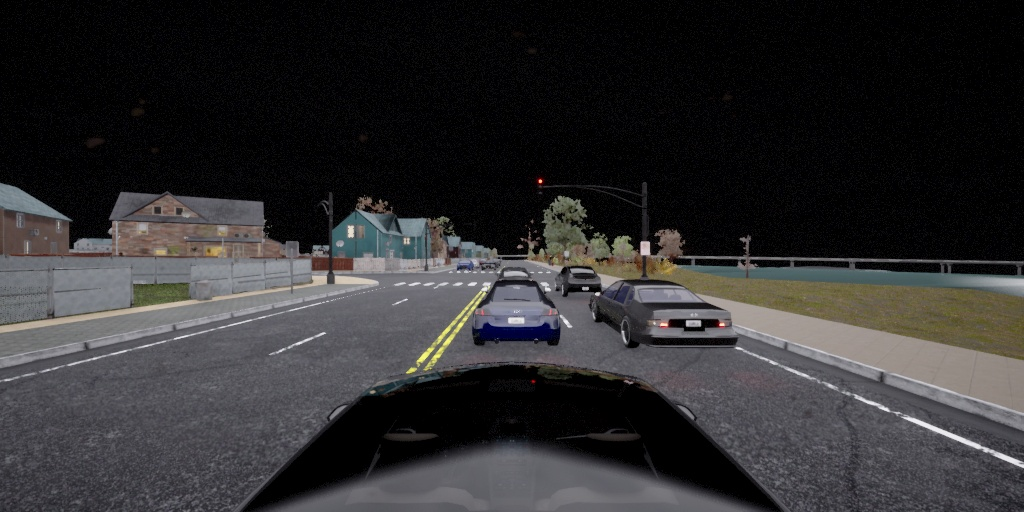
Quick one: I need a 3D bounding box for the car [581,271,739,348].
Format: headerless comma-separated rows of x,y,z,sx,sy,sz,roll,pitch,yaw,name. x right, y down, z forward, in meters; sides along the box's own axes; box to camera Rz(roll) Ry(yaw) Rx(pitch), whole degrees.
3.365,1.297,9.160,2.033,1.411,5.357,0,0,0,car

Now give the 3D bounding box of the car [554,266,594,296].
3.380,1.256,18.906,1.837,1.490,4.892,0,0,0,car

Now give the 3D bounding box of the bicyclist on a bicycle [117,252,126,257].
-29.572,0.545,27.137,0.582,1.620,1.656,1,0,-35,bicyclist on a bicycle

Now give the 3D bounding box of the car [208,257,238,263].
-20.985,0.852,26.032,4.902,1.511,2.128,1,-1,-35,car

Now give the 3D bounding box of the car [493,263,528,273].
0.113,1.277,18.214,1.812,1.442,4.674,0,0,-2,car

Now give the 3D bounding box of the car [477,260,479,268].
-6.480,1.316,59.533,1.812,1.442,4.674,0,0,0,car

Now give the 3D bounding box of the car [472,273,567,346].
0.108,1.314,9.472,1.994,1.385,4.181,0,0,0,car

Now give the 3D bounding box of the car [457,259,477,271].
-6.508,1.255,50.347,1.882,1.535,5.008,0,0,1,car

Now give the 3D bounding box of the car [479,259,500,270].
-3.247,1.343,51.605,1.994,1.385,4.181,0,0,1,car
